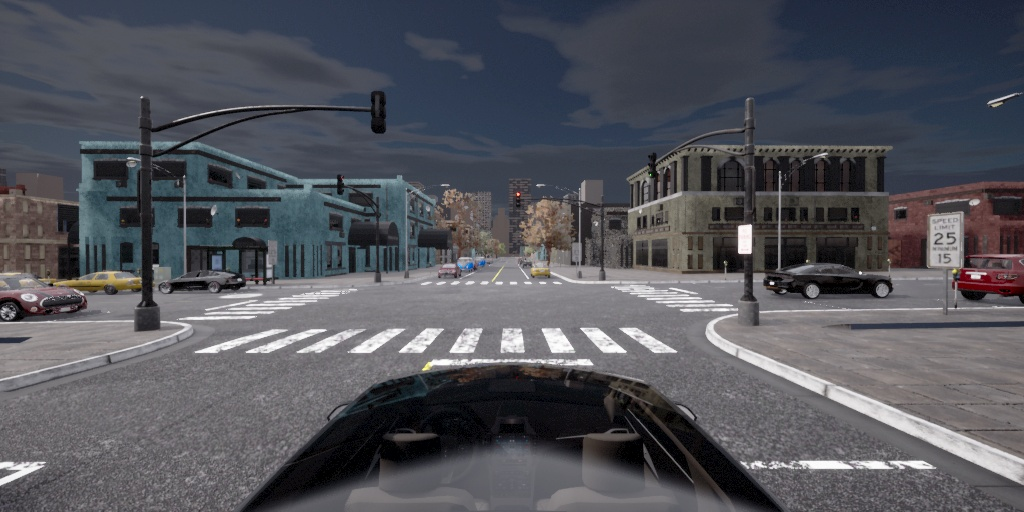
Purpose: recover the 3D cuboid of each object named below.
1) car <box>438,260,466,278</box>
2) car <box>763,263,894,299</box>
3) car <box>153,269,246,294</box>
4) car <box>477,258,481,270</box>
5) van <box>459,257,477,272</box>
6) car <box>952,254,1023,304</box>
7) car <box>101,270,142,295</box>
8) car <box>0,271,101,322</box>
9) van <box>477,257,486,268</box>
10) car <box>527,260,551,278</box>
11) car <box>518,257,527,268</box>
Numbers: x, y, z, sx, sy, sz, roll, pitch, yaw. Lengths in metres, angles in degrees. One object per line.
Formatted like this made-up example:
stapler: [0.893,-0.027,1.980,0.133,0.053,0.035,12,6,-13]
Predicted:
car: [-5.746,1.326,33.454,1.802,1.307,4.207,0,0,0]
car: [14.179,1.050,16.187,5.008,1.535,1.882,-1,1,-1]
car: [-18.225,1.474,21.244,4.313,1.339,1.948,0,0,-1]
car: [-5.778,1.286,50.093,1.888,1.381,4.507,0,0,0]
van: [-5.767,1.083,44.546,1.690,1.789,3.998,0,0,0]
car: [19.926,0.842,13.617,5.009,1.841,2.192,0,0,-1]
car: [-24.048,1.501,21.128,4.829,1.417,1.751,0,0,-1]
car: [-18.090,1.423,12.897,4.097,1.591,1.967,0,0,-1]
van: [-5.799,1.079,61.185,1.690,1.789,3.998,0,0,0]
car: [2.634,1.270,33.639,1.751,1.417,4.829,0,0,0]
car: [2.582,1.289,61.201,2.007,1.370,4.403,0,0,0]
